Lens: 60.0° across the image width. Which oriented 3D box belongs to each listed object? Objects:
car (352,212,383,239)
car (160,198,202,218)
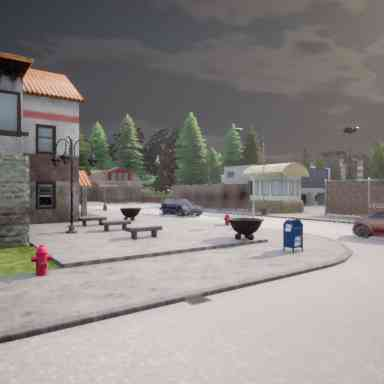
[{"bbox_3d":[9.843,1.570,15.620,1.994,1.385,4.181,0,0,-43],"label":"car"},{"bbox_3d":[-1.043,1.356,30.373,2.097,1.767,4.553,0,0,-35],"label":"car"}]
